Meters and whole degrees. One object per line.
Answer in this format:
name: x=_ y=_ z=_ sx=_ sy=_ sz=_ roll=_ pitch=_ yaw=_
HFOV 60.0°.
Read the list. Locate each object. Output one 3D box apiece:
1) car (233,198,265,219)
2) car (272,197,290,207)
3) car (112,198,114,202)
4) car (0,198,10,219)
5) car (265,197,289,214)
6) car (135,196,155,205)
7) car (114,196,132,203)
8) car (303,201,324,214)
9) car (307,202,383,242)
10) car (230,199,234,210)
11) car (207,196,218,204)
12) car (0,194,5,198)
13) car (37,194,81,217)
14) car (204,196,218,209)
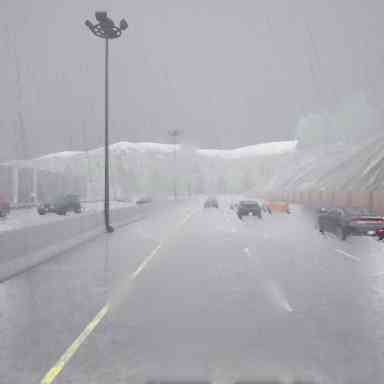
car: x=4.931 y=1.502 z=29.210 sx=1.837 sy=1.490 sz=4.892 roll=0 pitch=-1 yaw=4
car: x=13.618 y=1.526 z=50.967 sx=1.812 sy=1.442 sz=4.674 roll=0 pitch=0 yaw=4
car: x=-16.591 y=1.544 z=75.105 sx=1.994 sy=1.385 sz=4.181 roll=0 pitch=0 yaw=3
car: x=-16.515 y=1.491 z=26.248 sx=2.128 sy=1.511 sz=4.902 roll=0 pitch=0 yaw=4
car: x=8.923 y=1.351 z=35.536 sx=2.097 sy=1.767 sz=4.553 roll=0 pitch=0 yaw=4
car: x=-7.537 y=1.600 z=52.356 sx=1.895 sy=1.301 sz=4.718 roll=0 pitch=0 yaw=4
car: x=-13.531 y=1.543 z=67.044 sx=2.033 sy=1.411 sz=5.357 roll=0 pitch=0 yaw=3
car: x=12.187 y=1.563 z=32.357 sx=1.994 sy=1.385 sz=4.181 roll=0 pitch=0 yaw=4
car: x=7.668 y=1.491 z=16.445 sx=2.128 sy=1.511 sz=4.902 roll=0 pitch=0 yaw=3
car: x=6.051 y=1.525 z=43.788 sx=1.812 sy=1.442 sz=4.674 roll=0 pitch=0 yaw=4
car: x=3.947 y=1.547 z=64.207 sx=2.033 sy=1.411 sz=5.357 roll=0 pitch=0 yaw=4
car: x=-19.699 y=1.223 z=31.205 sx=2.150 sy=2.045 sz=5.566 roll=0 pitch=0 yaw=4
car: x=-12.615 y=1.221 z=32.097 sx=2.150 sy=2.045 sz=5.566 roll=0 pitch=0 yaw=4
car: x=2.738 y=1.601 z=46.315 sx=1.895 sy=1.301 sz=4.718 roll=0 pitch=0 yaw=4
